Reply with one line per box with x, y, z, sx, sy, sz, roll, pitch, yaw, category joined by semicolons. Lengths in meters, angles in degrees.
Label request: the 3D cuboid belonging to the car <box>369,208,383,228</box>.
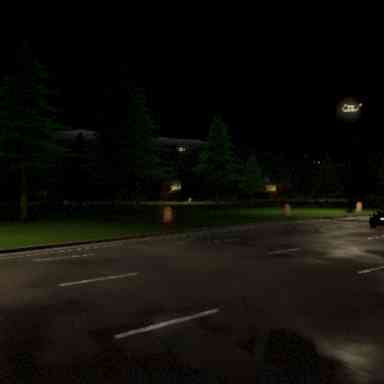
13.604;1.675;22.055;4.181;1.385;1.994;0;0;-35;car
